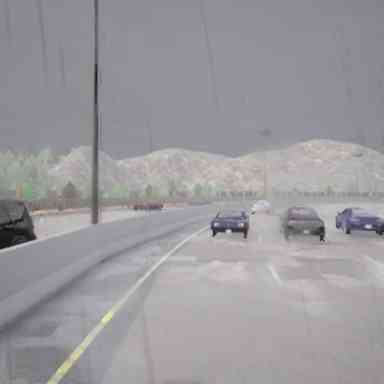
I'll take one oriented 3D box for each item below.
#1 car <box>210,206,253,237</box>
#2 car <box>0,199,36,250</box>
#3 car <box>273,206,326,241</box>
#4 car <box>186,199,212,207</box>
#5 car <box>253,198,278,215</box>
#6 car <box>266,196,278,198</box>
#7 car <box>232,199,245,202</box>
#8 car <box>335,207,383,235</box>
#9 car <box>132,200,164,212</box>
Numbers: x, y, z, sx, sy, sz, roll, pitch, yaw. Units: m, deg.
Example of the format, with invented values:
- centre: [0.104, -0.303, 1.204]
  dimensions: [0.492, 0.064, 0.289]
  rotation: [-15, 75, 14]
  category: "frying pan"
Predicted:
- centre: [2.275, 1.666, 18.707]
  dimensions: [1.895, 1.301, 4.718]
  rotation: [0, 0, 12]
  category: "car"
- centre: [-6.513, 1.227, 8.934]
  dimensions: [2.150, 2.045, 5.566]
  rotation: [0, 0, 6]
  category: "car"
- centre: [5.553, 1.563, 17.157]
  dimensions: [2.128, 1.511, 4.902]
  rotation: [0, 0, 11]
  category: "car"
- centre: [1.186, 1.695, 46.992]
  dimensions: [2.033, 1.411, 5.357]
  rotation: [0, 0, 27]
  category: "car"
- centre: [7.659, 1.660, 35.638]
  dimensions: [1.812, 1.442, 4.674]
  rotation: [0, 0, 22]
  category: "car"
- centre: [17.712, 1.564, 75.446]
  dimensions: [1.882, 1.535, 5.008]
  rotation: [0, 0, 43]
  category: "car"
- centre: [6.993, 1.741, 50.188]
  dimensions: [1.994, 1.385, 4.181]
  rotation: [0, 0, 30]
  category: "car"
- centre: [9.627, 1.618, 19.375]
  dimensions: [1.812, 1.442, 4.674]
  rotation: [0, 0, 13]
  category: "car"
- centre: [-5.408, 1.709, 41.162]
  dimensions: [1.895, 1.301, 4.718]
  rotation: [0, 0, 23]
  category: "car"
